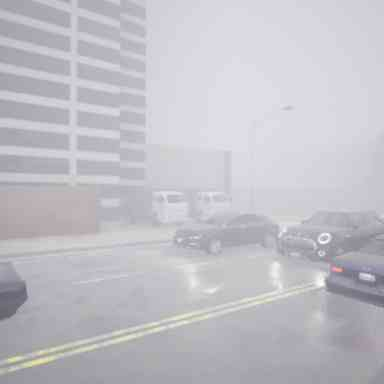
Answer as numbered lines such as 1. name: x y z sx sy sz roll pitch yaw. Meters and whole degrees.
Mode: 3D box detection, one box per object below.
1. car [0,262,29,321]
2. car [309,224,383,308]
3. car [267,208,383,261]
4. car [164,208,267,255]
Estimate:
1. car: -5.038 1.592 4.675 4.718 1.301 1.895 0 0 -35
2. car: 5.191 1.595 7.450 5.357 1.411 2.033 0 0 -36
3. car: 5.113 1.412 11.845 4.553 1.767 2.097 0 0 -35
4. car: 1.535 1.555 13.614 4.892 1.490 1.837 1 0 -35
